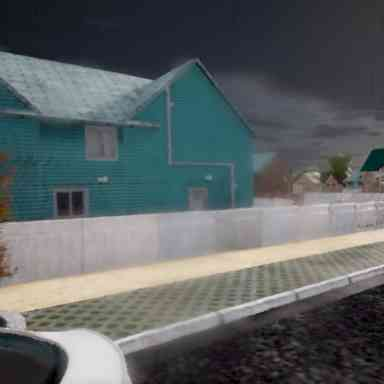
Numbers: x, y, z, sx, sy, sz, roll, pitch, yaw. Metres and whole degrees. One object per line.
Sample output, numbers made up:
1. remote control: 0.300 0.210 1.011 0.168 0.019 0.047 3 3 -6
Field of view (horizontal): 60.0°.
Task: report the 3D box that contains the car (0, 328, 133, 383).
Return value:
1. car: -2.419 1.538 1.343 4.674 1.442 1.812 -1 0 -35
